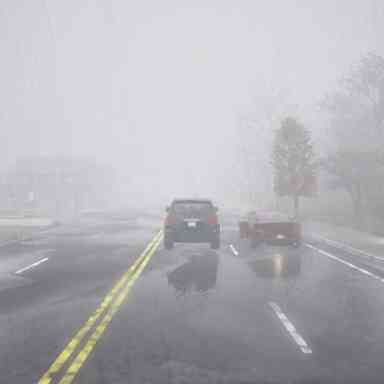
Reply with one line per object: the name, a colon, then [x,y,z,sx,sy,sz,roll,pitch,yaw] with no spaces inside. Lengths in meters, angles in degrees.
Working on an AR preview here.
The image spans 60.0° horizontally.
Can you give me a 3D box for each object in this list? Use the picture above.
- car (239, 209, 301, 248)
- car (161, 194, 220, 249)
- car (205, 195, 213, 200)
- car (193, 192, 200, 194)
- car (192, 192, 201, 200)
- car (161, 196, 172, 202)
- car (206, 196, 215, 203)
car: [3.251,1.488,14.695,1.882,1.535,5.008,0,0,0]
car: [0.001,1.261,14.726,2.150,2.045,5.566,0,0,0]
car: [4.408,1.398,85.285,1.895,1.301,4.718,0,0,3]
car: [0.485,1.341,69.170,2.097,1.767,4.553,0,0,2]
car: [1.161,1.031,85.444,2.150,2.045,5.566,0,0,3]
car: [-5.772,1.518,75.938,1.994,1.385,4.181,0,0,2]
car: [3.734,1.505,69.094,1.812,1.442,4.674,0,0,2]
